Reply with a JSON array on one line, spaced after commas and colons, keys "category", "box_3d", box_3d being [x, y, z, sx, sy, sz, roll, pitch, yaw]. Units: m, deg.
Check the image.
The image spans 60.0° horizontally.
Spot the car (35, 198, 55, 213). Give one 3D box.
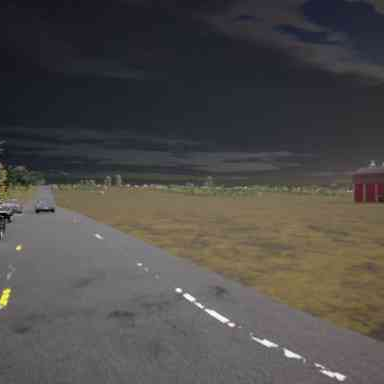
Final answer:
[{"category": "car", "box_3d": [-17.424, 1.782, 39.584, 1.994, 1.385, 4.181, -1, 0, -25]}]

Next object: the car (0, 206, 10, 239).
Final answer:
[{"category": "car", "box_3d": [-10.768, 1.646, 17.100, 1.994, 1.385, 4.181, -1, 0, -25]}]

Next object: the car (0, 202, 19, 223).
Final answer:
[{"category": "car", "box_3d": [-15.205, 1.734, 26.457, 1.895, 1.301, 4.718, -1, 0, -25]}]

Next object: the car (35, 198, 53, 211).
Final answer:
[{"category": "car", "box_3d": [-20.870, 1.694, 46.785, 2.097, 1.767, 4.553, -1, -1, -25]}]

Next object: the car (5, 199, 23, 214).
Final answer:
[{"category": "car", "box_3d": [-21.023, 1.629, 38.886, 2.097, 1.767, 4.553, -1, 0, -25]}]
